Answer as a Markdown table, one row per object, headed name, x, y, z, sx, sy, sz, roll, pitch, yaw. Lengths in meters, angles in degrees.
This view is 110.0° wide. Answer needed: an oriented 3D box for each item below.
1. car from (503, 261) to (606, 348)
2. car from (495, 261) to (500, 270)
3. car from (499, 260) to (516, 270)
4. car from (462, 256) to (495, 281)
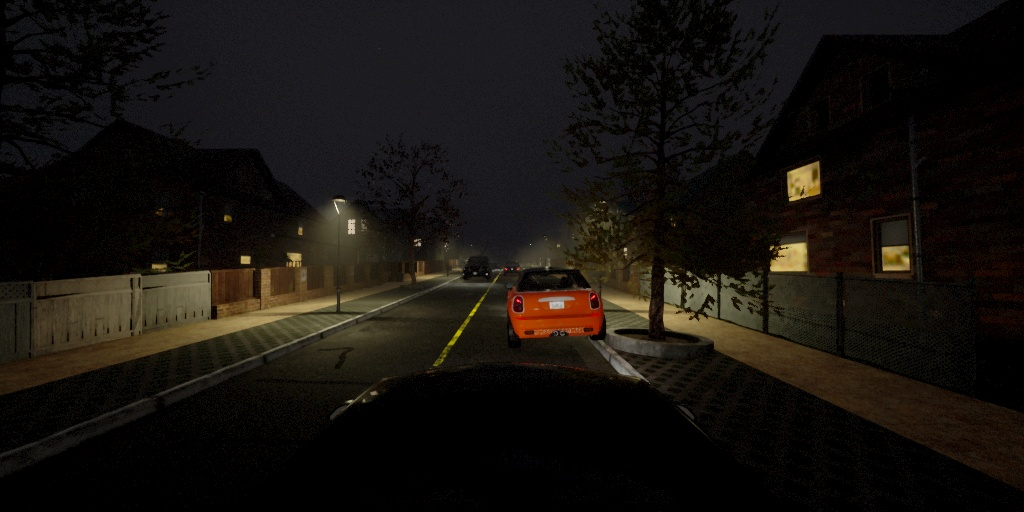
| name | x | y | z | sx | sy | sz | roll | pitch | yaw |
| --- | --- | --- | --- | --- | --- | --- | --- | --- | --- |
| car | 0.911 | 1.060 | 9.443 | 2.097 | 1.767 | 4.553 | -3 | -1 | 0 |
| car | -2.831 | 1.427 | 55.821 | 1.994 | 1.385 | 4.181 | 0 | 0 | 0 |
| car | 0.023 | 1.359 | 38.220 | 2.033 | 1.411 | 5.357 | 0 | 0 | 0 |
| car | -2.893 | 1.016 | 30.739 | 2.150 | 2.045 | 5.566 | 0 | 0 | 0 |
